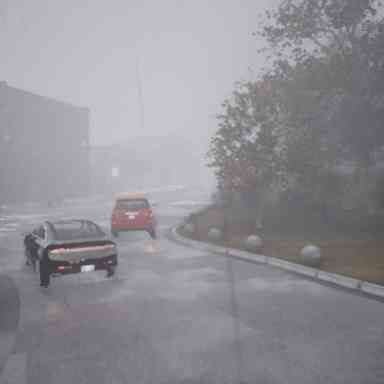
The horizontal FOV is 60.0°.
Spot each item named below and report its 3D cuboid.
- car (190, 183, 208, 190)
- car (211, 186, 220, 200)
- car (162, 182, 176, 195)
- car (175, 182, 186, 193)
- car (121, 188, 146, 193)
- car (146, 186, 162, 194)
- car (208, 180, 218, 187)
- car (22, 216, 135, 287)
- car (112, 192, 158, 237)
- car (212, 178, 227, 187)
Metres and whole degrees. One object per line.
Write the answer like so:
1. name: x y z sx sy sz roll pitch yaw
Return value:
1. car: 1.157 -1.386 76.863 2.163 1.488 4.792 0 3 23
2. car: 4.063 0.256 45.262 1.837 1.490 4.892 -1 3 22
3. car: -5.447 -0.398 61.387 1.946 1.575 5.366 0 3 23
4. car: -3.175 -0.998 66.705 2.435 2.045 5.566 0 3 23
5. car: -9.787 0.273 51.249 1.946 1.575 5.366 0 3 23
6. car: -7.613 -0.064 56.315 1.946 1.575 5.366 0 3 23
7. car: 5.506 -2.086 87.039 2.231 1.521 4.892 0 3 23
8. car: -3.668 1.537 9.627 2.128 1.511 4.902 0 0 -32
9. car: -3.113 1.262 18.487 2.150 2.045 5.566 -2 1 -5
10. car: 7.649 -2.670 92.065 2.435 2.045 5.566 0 3 23
